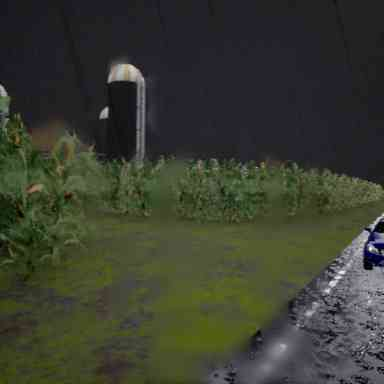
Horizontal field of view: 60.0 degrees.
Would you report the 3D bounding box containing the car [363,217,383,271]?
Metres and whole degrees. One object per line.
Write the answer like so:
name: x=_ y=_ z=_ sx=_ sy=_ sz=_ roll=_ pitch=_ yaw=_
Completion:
car: x=6.502 y=1.500 z=10.272 sx=1.812 sy=1.442 sz=4.674 roll=1 pitch=1 yaw=33
